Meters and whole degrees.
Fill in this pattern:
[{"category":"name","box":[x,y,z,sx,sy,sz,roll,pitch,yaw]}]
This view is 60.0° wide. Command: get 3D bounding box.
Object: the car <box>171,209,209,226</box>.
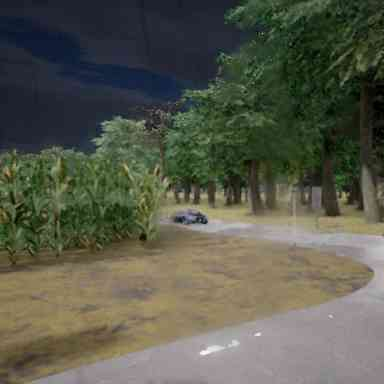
[{"category":"car","box":[-0.281,2.202,29.376,1.994,1.385,4.181,-1,-1,-29]}]
